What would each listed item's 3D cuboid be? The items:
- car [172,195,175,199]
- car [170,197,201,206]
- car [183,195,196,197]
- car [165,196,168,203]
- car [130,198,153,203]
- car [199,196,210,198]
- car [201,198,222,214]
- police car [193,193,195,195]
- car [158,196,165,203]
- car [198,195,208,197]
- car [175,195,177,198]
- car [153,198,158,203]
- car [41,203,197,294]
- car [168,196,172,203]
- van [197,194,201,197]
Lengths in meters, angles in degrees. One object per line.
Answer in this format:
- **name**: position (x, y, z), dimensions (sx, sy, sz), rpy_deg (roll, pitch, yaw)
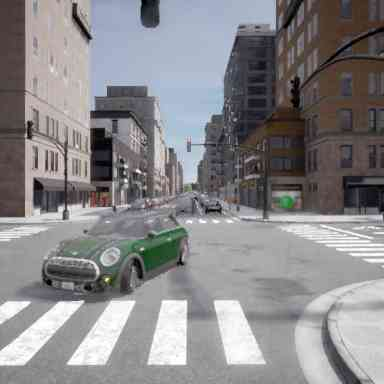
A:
- **car**: position (-5.802, 1.694, 80.229), dimensions (2.008, 1.369, 4.403), rpy_deg (0, 0, 0)
- **car**: position (-0.564, 1.584, 34.151), dimensions (2.033, 1.411, 5.357), rpy_deg (0, 0, 5)
- **car**: position (-0.300, 1.699, 64.256), dimensions (1.895, 1.301, 4.718), rpy_deg (0, 0, 0)
- **car**: position (-5.783, 1.634, 58.186), dimensions (2.008, 1.369, 4.403), rpy_deg (0, 0, 0)
- **car**: position (-5.764, 1.480, 36.143), dimensions (1.967, 1.590, 4.097), rpy_deg (0, 0, 0)
- **car**: position (2.252, 1.641, 47.172), dimensions (1.802, 1.307, 4.206), rpy_deg (0, 0, 0)
- **car**: position (2.261, 1.606, 36.149), dimensions (1.947, 1.339, 4.313), rpy_deg (0, 0, 0)
- **police car**: position (0.403, 1.599, 90.226), dimensions (1.930, 1.638, 5.238), rpy_deg (0, 0, 0)
- **car**: position (-5.778, 1.653, 52.675), dimensions (1.802, 1.307, 4.206), rpy_deg (0, 0, 0)
- **car**: position (2.247, 1.637, 52.682), dimensions (1.947, 1.339, 4.313), rpy_deg (0, 0, 0)
- **car**: position (-5.811, 1.721, 91.251), dimensions (1.887, 1.381, 4.507), rpy_deg (0, 0, 0)
- **car**: position (-5.768, 1.490, 41.654), dimensions (1.967, 1.590, 4.097), rpy_deg (0, 0, 0)
- **car**: position (-1.745, 1.342, 8.951), dimensions (2.097, 1.767, 4.553), rpy_deg (0, 0, 22)
- **car**: position (-5.793, 1.552, 69.208), dimensions (1.967, 1.590, 4.097), rpy_deg (0, 0, 0)
- **van**: position (2.242, 1.424, 58.193), dimensions (1.690, 1.788, 3.998), rpy_deg (0, 0, 0)
